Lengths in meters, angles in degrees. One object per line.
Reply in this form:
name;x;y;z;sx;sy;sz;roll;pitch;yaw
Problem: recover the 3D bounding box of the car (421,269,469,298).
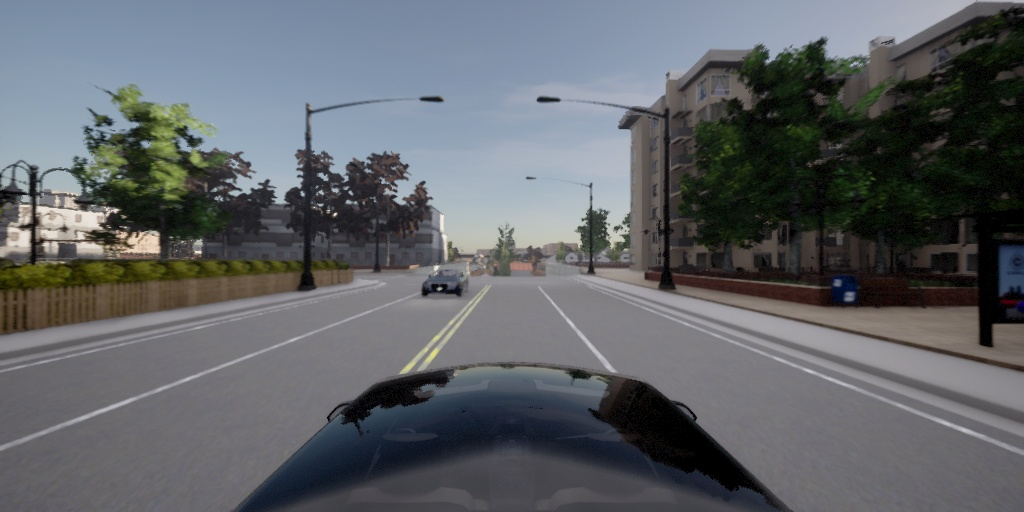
car;-3.467;1.401;19.209;1.994;1.385;4.181;0;0;1
